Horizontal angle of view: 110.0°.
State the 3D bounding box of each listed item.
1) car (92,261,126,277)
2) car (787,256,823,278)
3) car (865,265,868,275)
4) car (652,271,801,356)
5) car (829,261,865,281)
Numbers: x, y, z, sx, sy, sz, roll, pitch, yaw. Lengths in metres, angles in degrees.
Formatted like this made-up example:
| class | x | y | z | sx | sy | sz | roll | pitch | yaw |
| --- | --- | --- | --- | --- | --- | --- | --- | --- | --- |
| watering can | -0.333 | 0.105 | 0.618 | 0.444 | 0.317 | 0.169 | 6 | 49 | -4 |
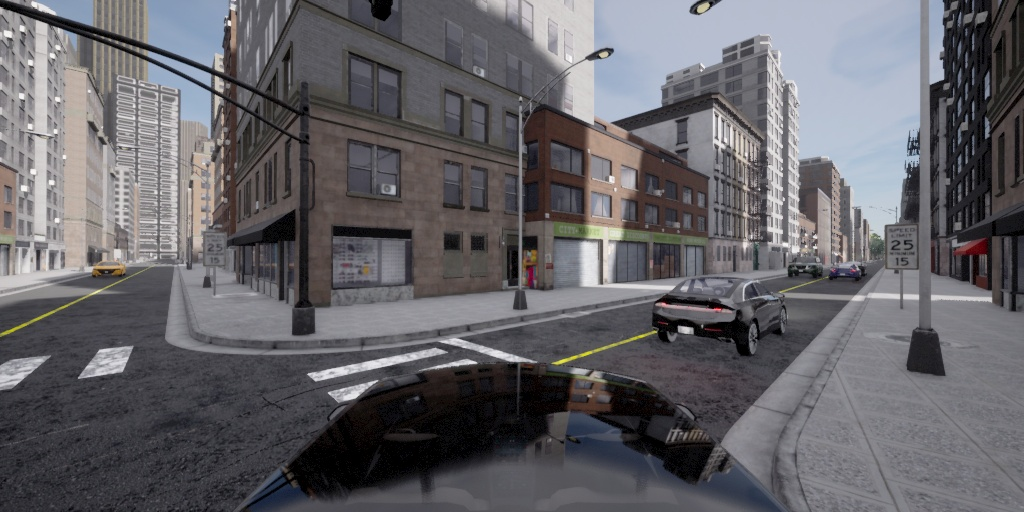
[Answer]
| class | x | y | z | sx | sy | sz | roll | pitch | yaw |
| --- | --- | --- | --- | --- | --- | --- | --- | --- | --- |
| car | -39.334 | 1.211 | 35.083 | 1.882 | 1.535 | 5.008 | 0 | 0 | -43 |
| car | 28.767 | 1.031 | 35.110 | 5.566 | 2.045 | 2.150 | 0 | 0 | -43 |
| car | 36.083 | 1.302 | 37.869 | 5.008 | 1.535 | 1.882 | 0 | 0 | -43 |
| car | 5.178 | 1.248 | 8.715 | 4.902 | 1.511 | 2.128 | 0 | 0 | -43 |
| car | 28.623 | 1.328 | 30.762 | 4.674 | 1.442 | 1.812 | 0 | 0 | -43 |
